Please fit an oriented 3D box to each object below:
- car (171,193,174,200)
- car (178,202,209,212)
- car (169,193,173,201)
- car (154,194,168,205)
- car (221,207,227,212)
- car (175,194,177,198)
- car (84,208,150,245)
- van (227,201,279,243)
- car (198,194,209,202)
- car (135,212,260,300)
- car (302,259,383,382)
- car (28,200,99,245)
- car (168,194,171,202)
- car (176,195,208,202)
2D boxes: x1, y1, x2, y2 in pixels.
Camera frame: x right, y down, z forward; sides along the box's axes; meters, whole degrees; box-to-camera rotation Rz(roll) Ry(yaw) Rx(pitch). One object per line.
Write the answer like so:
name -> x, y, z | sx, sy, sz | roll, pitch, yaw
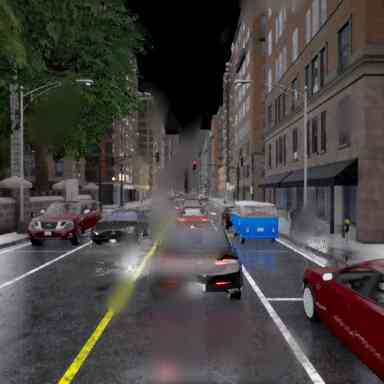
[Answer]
car -> -5.731, 1.490, 75.653 | 1.887, 1.381, 4.507 | 0, 0, 0
car -> 0.088, 1.519, 18.608 | 1.812, 1.442, 4.674 | 0, 0, 0
car -> -5.727, 1.492, 70.202 | 1.887, 1.381, 4.507 | 0, 0, 0
car -> -5.718, 1.479, 59.131 | 1.752, 1.417, 4.829 | 0, 0, 0
car -> 2.838, 1.557, 21.319 | 1.947, 1.339, 4.313 | 0, 0, 0
car -> -5.740, 1.495, 86.554 | 2.008, 1.369, 4.403 | 0, 0, 0
car -> -3.094, 1.542, 15.709 | 2.033, 1.411, 5.357 | 0, 0, 0
van -> 2.842, 1.336, 15.659 | 1.690, 1.788, 3.998 | 0, 0, 0
car -> 2.793, 1.385, 75.696 | 1.967, 1.590, 4.097 | 0, 0, 0
car -> 0.093, 1.490, 8.346 | 2.128, 1.511, 4.902 | 0, 0, 0
car -> 2.851, 1.544, 4.338 | 1.887, 1.381, 4.507 | 0, 0, 0
car -> -5.682, 1.310, 15.612 | 2.192, 1.841, 5.009 | 0, 0, 0
car -> -5.722, 1.501, 64.751 | 2.008, 1.369, 4.403 | 0, 0, 0
car -> 0.025, 1.338, 27.565 | 2.097, 1.767, 4.553 | 0, 0, 2
